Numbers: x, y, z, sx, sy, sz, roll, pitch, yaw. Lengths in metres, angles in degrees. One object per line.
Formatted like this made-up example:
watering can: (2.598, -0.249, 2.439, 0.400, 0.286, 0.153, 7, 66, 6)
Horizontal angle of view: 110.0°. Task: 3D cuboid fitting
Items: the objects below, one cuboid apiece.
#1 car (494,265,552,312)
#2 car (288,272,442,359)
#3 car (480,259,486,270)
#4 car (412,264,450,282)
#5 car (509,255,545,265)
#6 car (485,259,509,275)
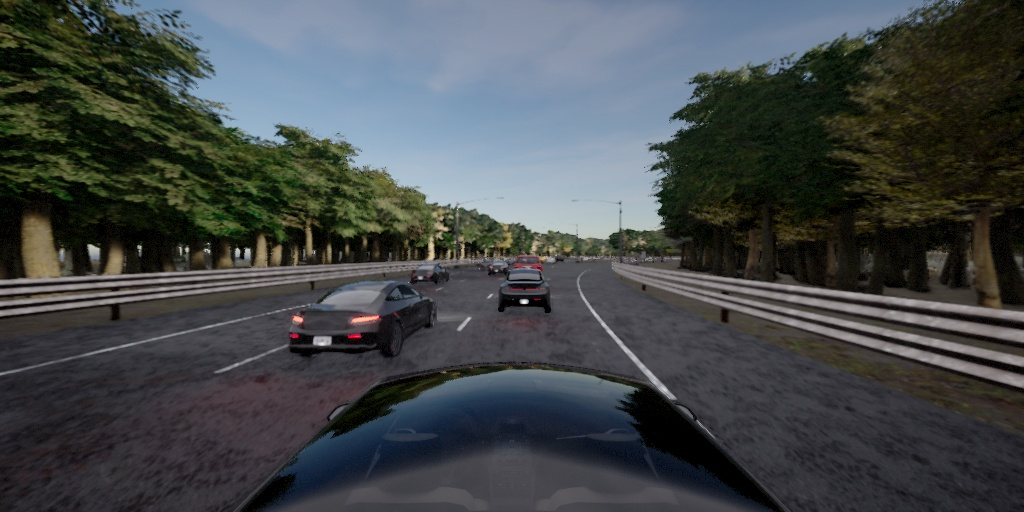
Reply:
car: (0.507, 1.259, 14.266, 1.837, 1.490, 4.892, 0, 0, 2)
car: (-3.112, 1.270, 8.319, 1.812, 1.442, 4.674, 0, 0, 2)
car: (-3.289, 1.179, 52.050, 2.128, 1.511, 4.902, 0, 0, 7)
car: (-5.819, 1.262, 25.798, 1.812, 1.442, 4.674, 0, 0, 4)
car: (1.266, 0.977, 27.707, 2.150, 2.045, 5.566, 0, 0, 4)
car: (-1.303, 1.262, 37.697, 1.812, 1.442, 4.674, 0, 0, 5)
